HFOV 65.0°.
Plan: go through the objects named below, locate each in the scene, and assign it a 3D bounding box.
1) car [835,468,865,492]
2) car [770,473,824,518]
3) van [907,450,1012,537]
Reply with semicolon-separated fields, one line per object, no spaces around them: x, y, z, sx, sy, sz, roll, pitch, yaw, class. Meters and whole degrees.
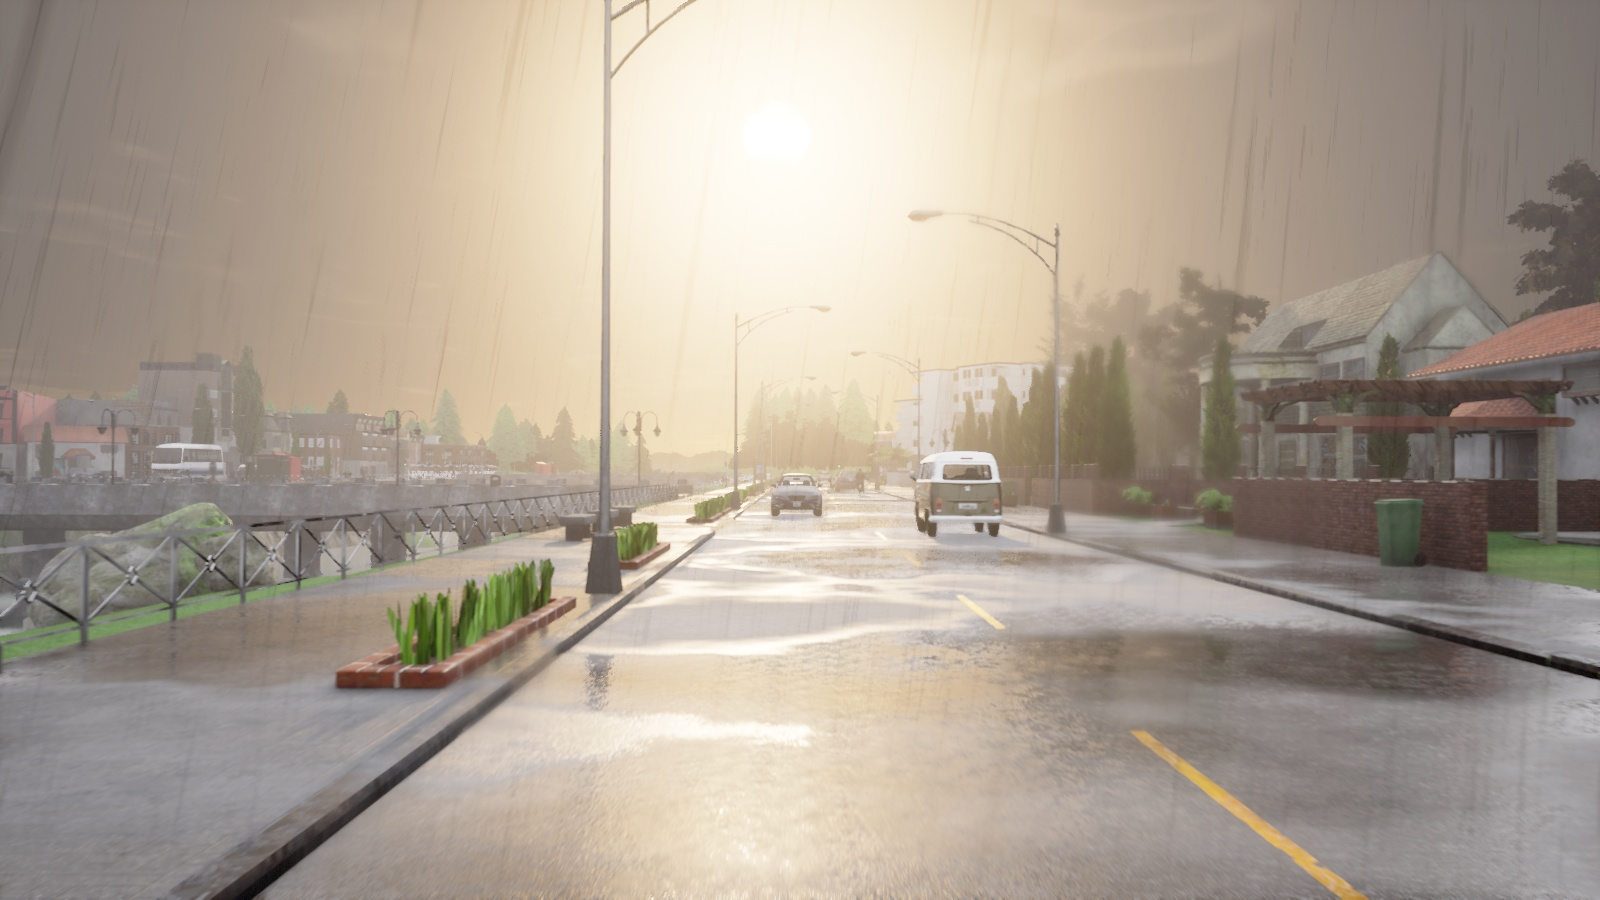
3.775;2.261;95.741;2.097;1.767;4.553;0;-1;0;car
-0.104;1.571;44.333;1.816;1.474;4.193;0;-1;0;car
3.925;1.052;31.653;2.069;2.038;4.480;0;-1;0;van
